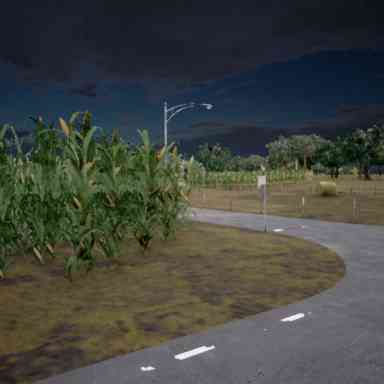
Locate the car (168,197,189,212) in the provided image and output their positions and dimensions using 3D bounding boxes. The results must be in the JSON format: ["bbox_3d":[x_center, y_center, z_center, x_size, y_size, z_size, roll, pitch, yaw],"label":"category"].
[{"bbox_3d":[-2.120,0.969,27.930,1.837,1.490,4.892,-1,2,-35],"label":"car"}]
